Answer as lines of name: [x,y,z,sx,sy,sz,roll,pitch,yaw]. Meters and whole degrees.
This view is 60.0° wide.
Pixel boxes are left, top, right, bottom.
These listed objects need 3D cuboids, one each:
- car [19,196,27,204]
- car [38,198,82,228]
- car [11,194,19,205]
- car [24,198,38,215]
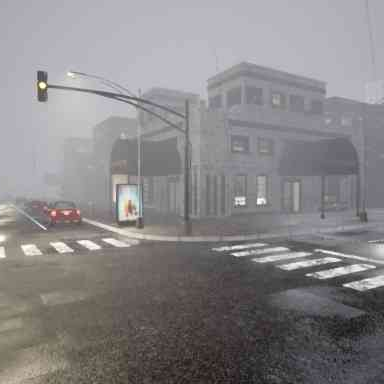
car: [-17.213,1.331,36.038,2.008,1.369,4.403,-1,1,-31]
car: [-8.431,1.289,21.376,1.967,1.590,4.097,-1,1,-31]
car: [-25.996,1.269,50.698,2.008,1.369,4.403,-1,1,-31]
car: [-14.285,1.385,31.151,1.802,1.307,4.206,-1,1,-31]
